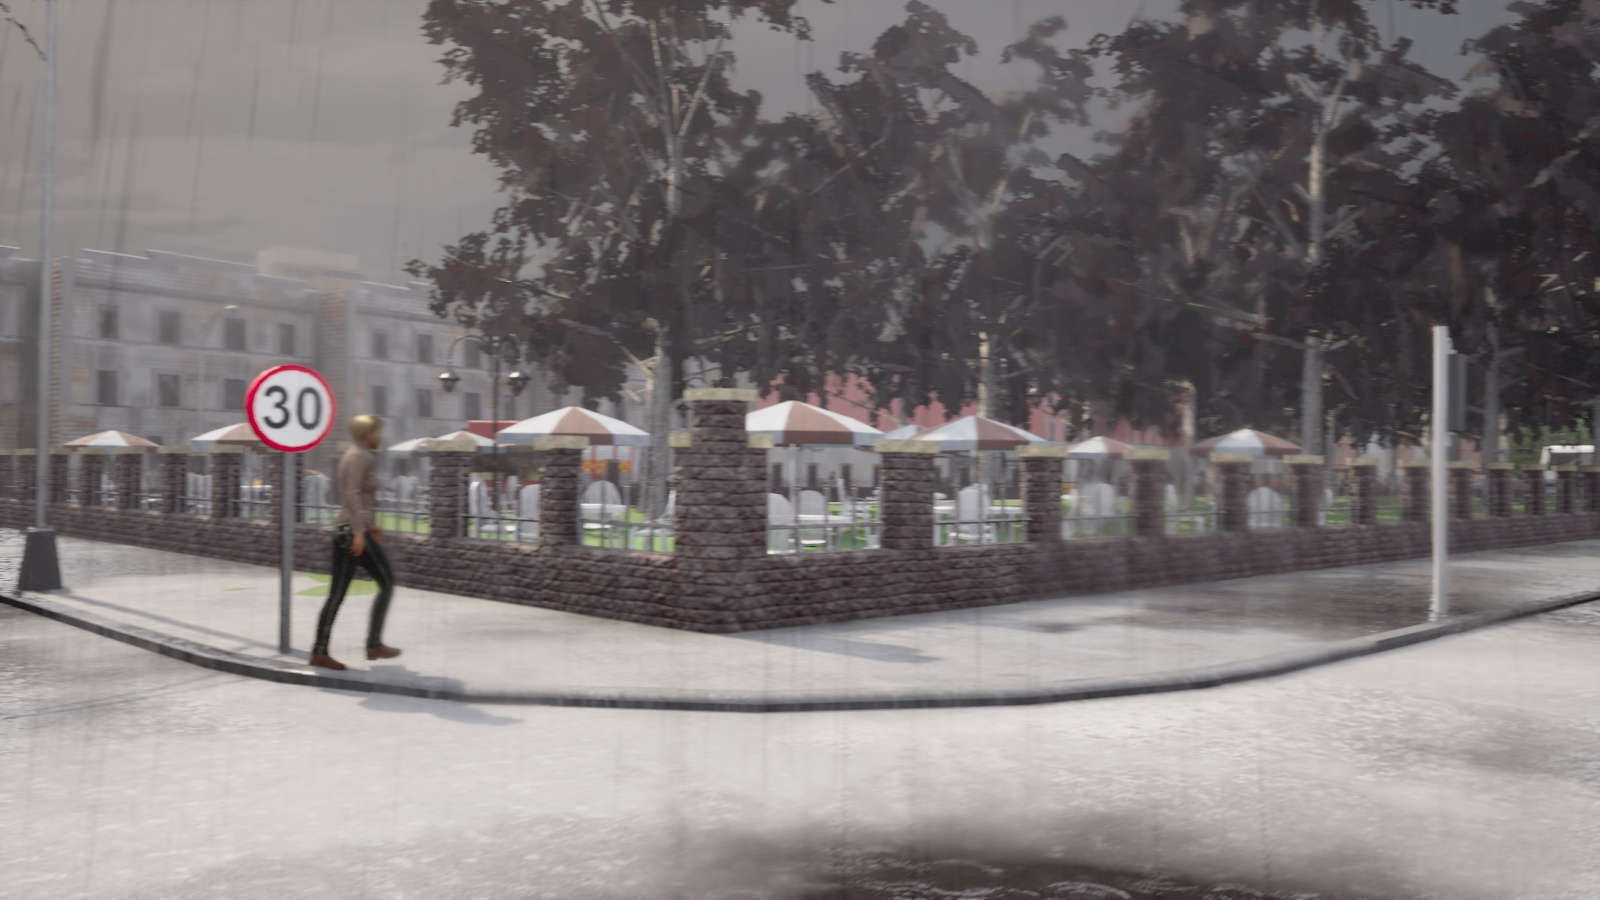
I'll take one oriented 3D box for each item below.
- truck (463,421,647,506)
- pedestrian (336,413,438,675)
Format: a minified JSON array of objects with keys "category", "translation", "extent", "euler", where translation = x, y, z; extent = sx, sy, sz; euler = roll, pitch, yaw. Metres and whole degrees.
[{"category":"truck","translation":[-11.651,0.662,60.399],"extent":[8.468,3.827,2.891],"euler":[1,-1,-44]},{"category":"pedestrian","translation":[-3.012,0.668,9.168],"extent":[0.634,1.846,0.331],"euler":[1,-1,-31]}]
